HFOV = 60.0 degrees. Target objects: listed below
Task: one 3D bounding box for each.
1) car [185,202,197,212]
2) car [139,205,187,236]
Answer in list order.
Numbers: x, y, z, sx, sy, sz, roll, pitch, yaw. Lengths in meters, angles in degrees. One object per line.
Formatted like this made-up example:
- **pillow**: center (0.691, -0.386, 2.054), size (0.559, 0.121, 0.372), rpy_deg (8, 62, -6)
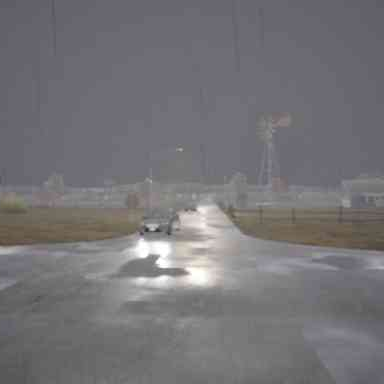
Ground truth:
- **car**: center (-0.188, 2.204, 48.581), size (2.033, 1.411, 5.357), rpy_deg (-1, -1, 3)
- **car**: center (-1.846, 1.756, 20.260), size (2.128, 1.511, 4.902), rpy_deg (-1, -1, 7)
